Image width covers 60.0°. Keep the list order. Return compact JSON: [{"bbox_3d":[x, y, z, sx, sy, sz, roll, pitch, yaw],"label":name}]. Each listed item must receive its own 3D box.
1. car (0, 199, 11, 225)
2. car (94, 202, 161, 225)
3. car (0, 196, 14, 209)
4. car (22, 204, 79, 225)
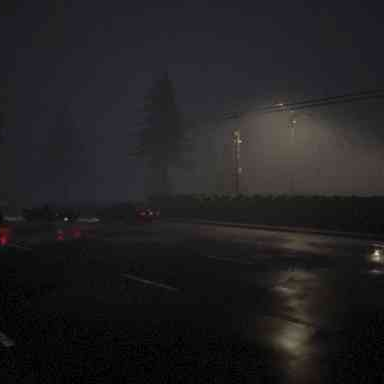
[{"bbox_3d":[-13.765,1.355,21.521,4.674,1.442,1.812,0,0,41],"label":"car"},{"bbox_3d":[-4.495,1.399,22.776,5.357,1.411,2.033,0,0,41],"label":"car"},{"bbox_3d":[-22.220,1.183,38.117,5.008,1.535,1.882,0,0,41],"label":"car"},{"bbox_3d":[-9.725,1.436,22.672,4.718,1.301,1.895,0,0,41],"label":"car"}]
